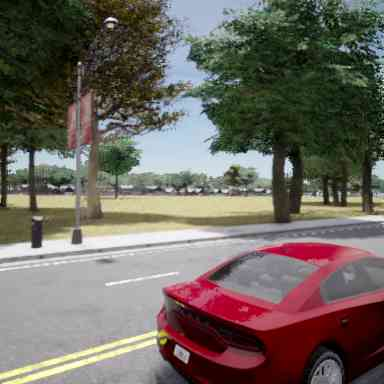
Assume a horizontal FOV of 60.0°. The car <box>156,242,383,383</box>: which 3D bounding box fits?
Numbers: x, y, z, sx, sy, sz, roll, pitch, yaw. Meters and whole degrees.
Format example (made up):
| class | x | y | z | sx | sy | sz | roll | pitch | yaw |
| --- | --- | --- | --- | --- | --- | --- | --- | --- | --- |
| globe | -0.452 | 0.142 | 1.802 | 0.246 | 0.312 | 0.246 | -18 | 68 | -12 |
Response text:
| class | x | y | z | sx | sy | sz | roll | pitch | yaw |
| --- | --- | --- | --- | --- | --- | --- | --- | --- | --- |
| car | 1.910 | 1.479 | 4.801 | 5.008 | 1.535 | 1.882 | 0 | 0 | -35 |
